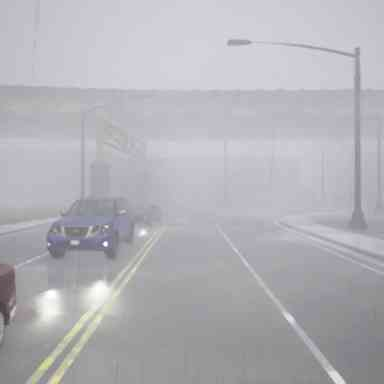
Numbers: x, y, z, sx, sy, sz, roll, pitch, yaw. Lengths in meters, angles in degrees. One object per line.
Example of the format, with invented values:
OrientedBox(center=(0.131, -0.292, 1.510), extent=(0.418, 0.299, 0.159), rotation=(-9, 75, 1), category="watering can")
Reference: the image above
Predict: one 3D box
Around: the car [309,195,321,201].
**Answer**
OrientedBox(center=(32.347, 1.669, 87.685), extent=(1.970, 1.475, 3.806), rotation=(0, 0, 1), category="car")

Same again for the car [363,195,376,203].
OrientedBox(center=(32.104, 1.263, 60.136), extent=(1.853, 1.218, 4.536), rotation=(0, 0, 31), category="car")

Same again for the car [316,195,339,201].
OrientedBox(center=(33.398, 1.424, 81.864), extent=(2.038, 1.542, 4.974), rotation=(0, 0, -34), category="car")

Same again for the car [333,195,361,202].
OrientedBox(center=(29.003, 1.268, 62.287), extent=(1.853, 1.218, 4.536), rotation=(0, 0, -29), category="car")

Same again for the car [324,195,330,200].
OrientedBox(center=(33.427, 1.266, 81.821), extent=(1.853, 1.218, 4.536), rotation=(0, 0, -34), category="car")

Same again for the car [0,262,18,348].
OrientedBox(center=(-3.605, 1.484, 3.066), extent=(1.882, 1.535, 5.008), rotation=(0, 0, 0), category="car")

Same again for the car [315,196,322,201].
OrientedBox(center=(29.354, 1.272, 81.069), extent=(4.536, 1.218, 1.853), rotation=(0, 0, -39), category="car")

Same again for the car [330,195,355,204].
OrientedBox(center=(29.029, 1.425, 62.241), extent=(2.038, 1.542, 4.974), rotation=(0, 0, -29), category="car")

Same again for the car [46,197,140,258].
OrientedBox(center=(-3.679, 1.231, 13.189), extent=(2.150, 2.045, 5.566), rotation=(0, 0, 0), category="car")

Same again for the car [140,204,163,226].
OrientedBox(center=(-3.401, 1.559, 23.871), extent=(2.033, 1.411, 5.357), rotation=(0, 0, 6), category="car")

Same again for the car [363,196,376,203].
OrientedBox(center=(32.078, 1.420, 60.091), extent=(2.038, 1.542, 4.974), rotation=(0, 0, 31), category="car")

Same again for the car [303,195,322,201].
OrientedBox(center=(29.394, 1.430, 81.102), extent=(4.974, 1.542, 2.038), rotation=(0, 0, -39), category="car")
